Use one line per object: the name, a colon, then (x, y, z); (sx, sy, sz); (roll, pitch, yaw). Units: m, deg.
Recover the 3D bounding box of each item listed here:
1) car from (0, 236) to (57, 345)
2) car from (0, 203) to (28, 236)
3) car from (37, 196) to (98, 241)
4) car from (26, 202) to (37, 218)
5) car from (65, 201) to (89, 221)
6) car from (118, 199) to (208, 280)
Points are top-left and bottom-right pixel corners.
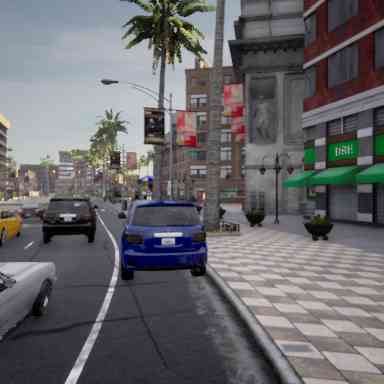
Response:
car: (-3.444, 1.601, 4.447); (1.895, 1.301, 4.718); (0, 0, -4)
car: (-9.108, 1.476, 15.037); (1.882, 1.535, 5.008); (0, 0, -16)
car: (-5.880, 1.222, 16.382); (2.150, 2.045, 5.566); (0, 0, -16)
car: (-12.781, 1.525, 26.746); (1.812, 1.442, 4.674); (0, 0, -18)
car: (-9.584, 1.528, 27.897); (1.812, 1.442, 4.674); (0, -1, -18)
car: (-1.055, 1.221, 10.220); (2.150, 2.045, 5.566); (0, 0, -11)
